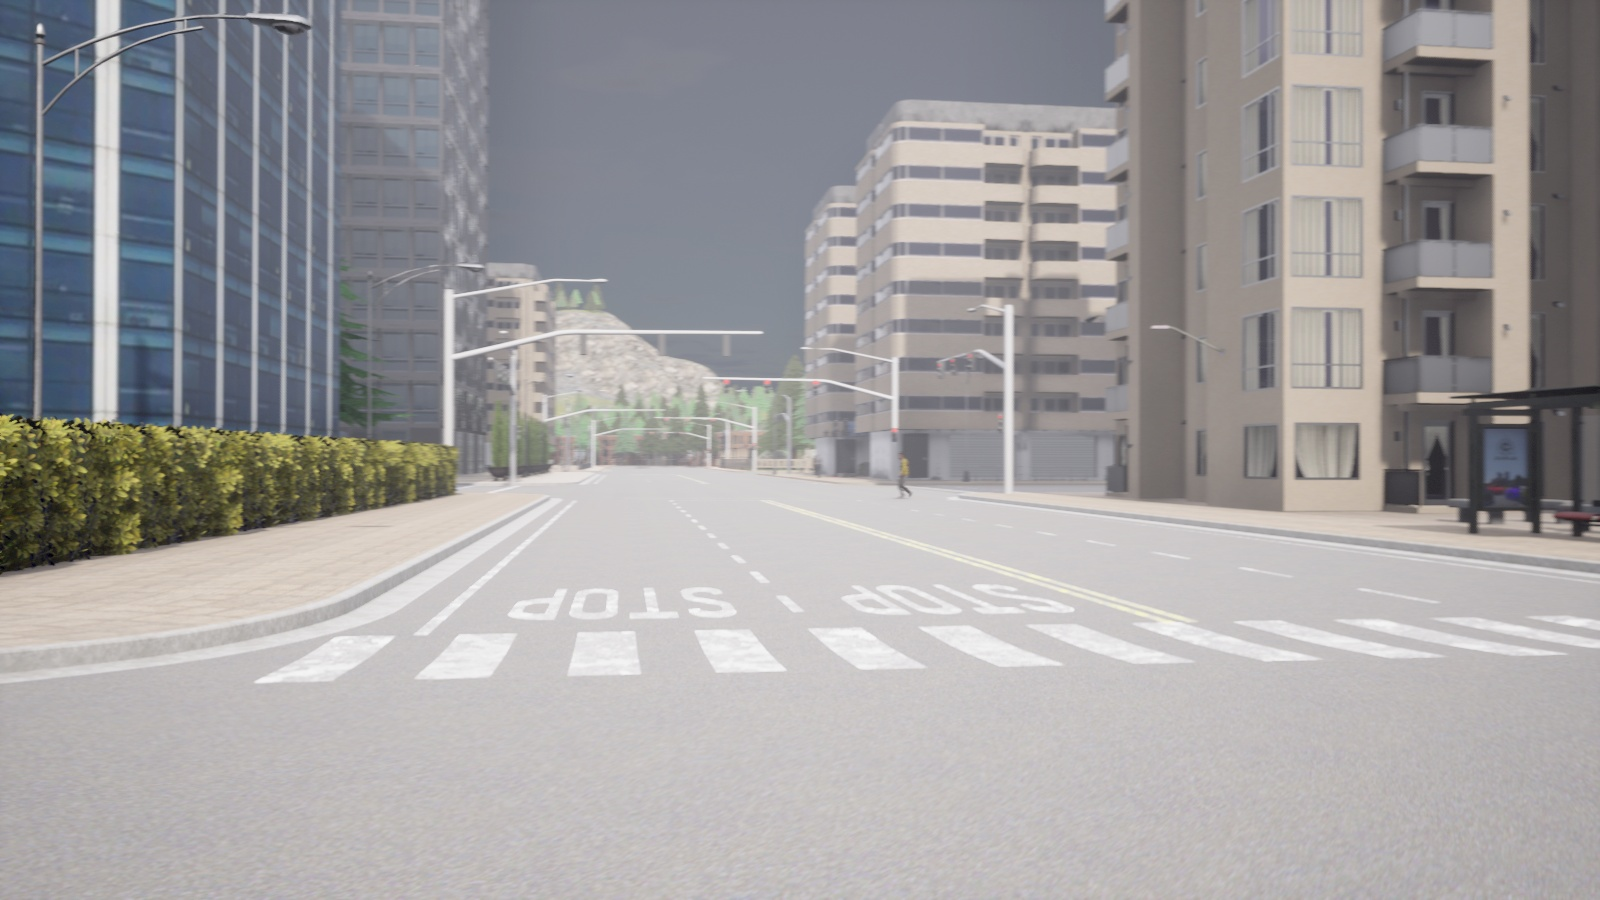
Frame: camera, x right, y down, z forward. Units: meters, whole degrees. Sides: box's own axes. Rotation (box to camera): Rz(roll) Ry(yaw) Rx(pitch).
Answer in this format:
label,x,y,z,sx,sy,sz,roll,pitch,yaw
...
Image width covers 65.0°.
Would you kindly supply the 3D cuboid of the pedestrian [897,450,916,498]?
label,x,y,z,sx,sy,sz,roll,pitch,yaw
pedestrian,4.114,0.926,48.559,0.709,1.840,0.431,0,0,-1
